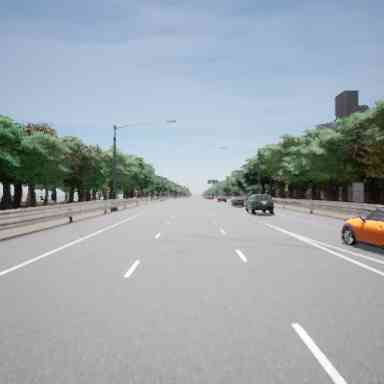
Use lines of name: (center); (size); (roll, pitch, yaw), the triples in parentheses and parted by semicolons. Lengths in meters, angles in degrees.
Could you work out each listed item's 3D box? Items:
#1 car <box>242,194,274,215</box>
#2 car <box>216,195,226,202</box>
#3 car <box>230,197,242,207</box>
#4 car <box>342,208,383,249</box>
car: (7.014, 1.228, 34.807); (2.150, 2.045, 5.566); (0, 0, 0)
car: (7.189, 1.613, 82.235); (2.097, 1.767, 4.553); (0, -1, 0)
car: (7.048, 1.534, 51.885); (1.837, 1.490, 4.892); (0, 0, 0)
car: (7.726, 1.362, 12.661); (2.097, 1.767, 4.553); (0, 0, -6)
